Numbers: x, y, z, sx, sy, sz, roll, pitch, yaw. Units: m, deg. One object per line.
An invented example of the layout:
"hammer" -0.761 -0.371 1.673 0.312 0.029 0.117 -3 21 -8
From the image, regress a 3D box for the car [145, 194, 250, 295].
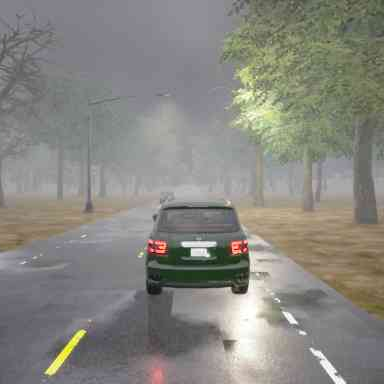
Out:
"car" 0.091 1.188 8.806 2.150 2.045 5.566 0 0 -1

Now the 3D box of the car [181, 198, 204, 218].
"car" 0.032 1.327 28.287 1.812 1.442 4.674 0 0 0

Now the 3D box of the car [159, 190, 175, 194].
"car" -3.646 0.748 49.313 2.150 2.045 5.566 0 1 0
